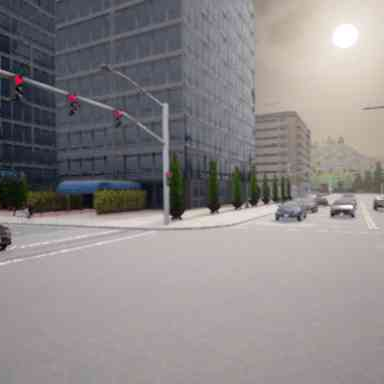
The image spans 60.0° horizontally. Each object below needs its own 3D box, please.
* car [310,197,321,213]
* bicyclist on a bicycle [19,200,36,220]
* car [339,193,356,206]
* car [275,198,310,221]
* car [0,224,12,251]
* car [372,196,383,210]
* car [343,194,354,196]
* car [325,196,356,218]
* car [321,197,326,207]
[{"bbox_3d":[11.796,1.351,34.180,1.812,1.442,4.674,-1,0,26],"label":"car"},{"bbox_3d":[-13.423,1.468,27.146,0.582,1.620,1.656,-1,0,25],"label":"bicyclist on a bicycle"},{"bbox_3d":[22.811,1.023,48.615,2.097,1.767,4.553,-1,0,27],"label":"car"},{"bbox_3d":[7.791,1.409,26.003,1.812,1.442,4.674,-1,0,26],"label":"car"},{"bbox_3d":[-9.095,1.641,13.108,4.674,1.442,1.812,-1,0,28],"label":"car"},{"bbox_3d":[21.023,1.192,36.694,2.128,1.511,4.902,-1,0,26],"label":"car"},{"bbox_3d":[17.121,1.278,37.053,1.812,1.442,4.674,-1,0,27],"label":"car"},{"bbox_3d":[12.977,1.360,28.613,2.033,1.411,5.357,-1,0,26],"label":"car"},{"bbox_3d":[17.813,1.340,46.405,1.895,1.301,4.718,-1,0,27],"label":"car"}]
